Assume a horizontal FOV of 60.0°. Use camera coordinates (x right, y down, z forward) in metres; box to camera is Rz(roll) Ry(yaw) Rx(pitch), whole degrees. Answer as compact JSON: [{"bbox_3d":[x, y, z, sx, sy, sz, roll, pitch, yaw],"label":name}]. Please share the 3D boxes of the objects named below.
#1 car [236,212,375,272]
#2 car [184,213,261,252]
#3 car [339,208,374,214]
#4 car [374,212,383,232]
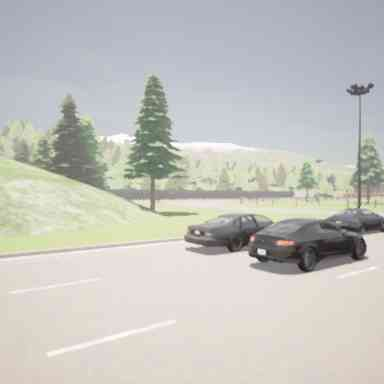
[{"bbox_3d":[3.861,1.566,10.905,4.674,1.442,1.812,0,0,-36],"label":"car"},{"bbox_3d":[2.239,1.590,14.039,5.357,1.411,2.033,0,0,-36],"label":"car"},{"bbox_3d":[9.714,1.645,19.468,4.181,1.385,1.994,0,0,-36],"label":"car"},{"bbox_3d":[11.364,1.571,16.341,4.902,1.511,2.128,0,0,-36],"label":"car"}]
